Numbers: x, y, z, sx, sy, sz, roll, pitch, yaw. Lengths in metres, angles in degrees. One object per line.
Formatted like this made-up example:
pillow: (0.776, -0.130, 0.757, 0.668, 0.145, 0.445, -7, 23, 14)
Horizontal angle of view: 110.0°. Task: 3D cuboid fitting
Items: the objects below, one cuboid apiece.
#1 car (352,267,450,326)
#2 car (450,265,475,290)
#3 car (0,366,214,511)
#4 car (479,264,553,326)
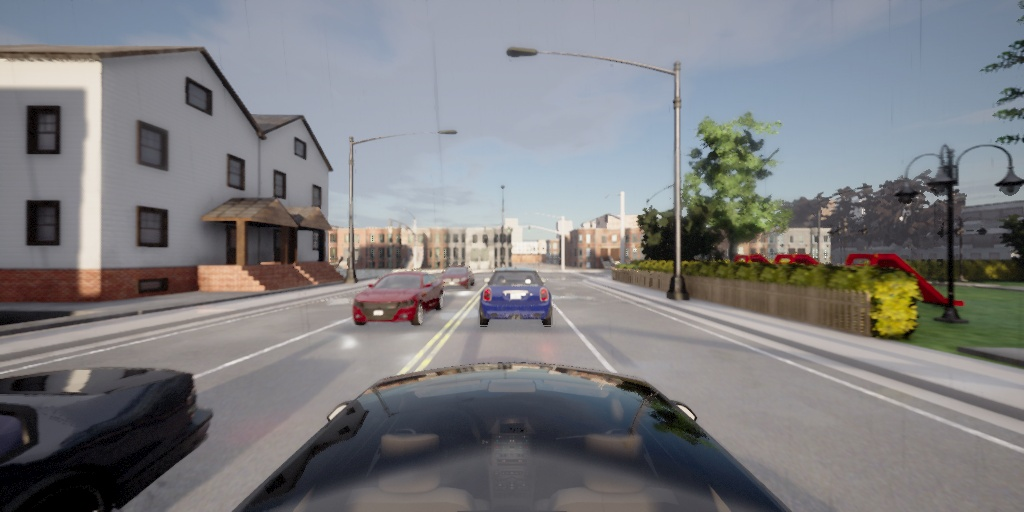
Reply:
car: (-3.585, 1.265, 12.112, 1.882, 1.535, 5.008, 0, 0, 0)
car: (-3.531, 1.354, 23.556, 1.812, 1.442, 4.674, 0, 0, 1)
car: (-3.601, 1.295, 0.793, 2.033, 1.411, 5.357, 0, 0, 0)
car: (0.105, 1.139, 12.011, 2.097, 1.767, 4.553, 0, 0, 0)
